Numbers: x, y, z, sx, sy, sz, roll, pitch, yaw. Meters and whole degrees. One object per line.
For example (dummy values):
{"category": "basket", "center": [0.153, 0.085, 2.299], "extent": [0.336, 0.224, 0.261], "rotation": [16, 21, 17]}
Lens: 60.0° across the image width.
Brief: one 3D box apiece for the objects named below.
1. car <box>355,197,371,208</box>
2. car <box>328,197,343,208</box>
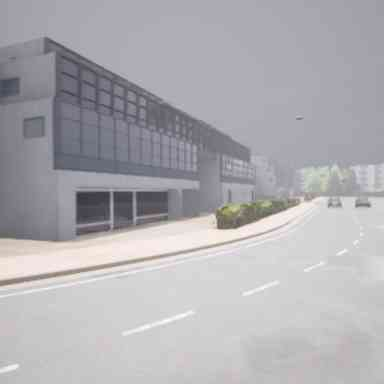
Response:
{"category": "car", "center": [23.801, 1.430, 46.350], "extent": [2.033, 1.411, 5.357], "rotation": [-1, 0, 24]}
{"category": "car", "center": [20.047, 1.407, 46.550], "extent": [2.128, 1.511, 4.902], "rotation": [-1, 0, 24]}
